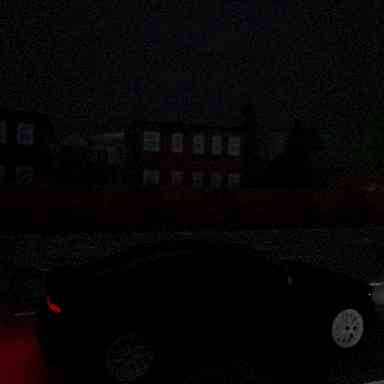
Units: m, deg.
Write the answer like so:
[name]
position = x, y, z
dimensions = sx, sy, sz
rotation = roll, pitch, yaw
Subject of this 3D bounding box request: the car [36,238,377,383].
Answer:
[car]
position = 0.398, 1.476, 5.090
dimensions = 5.008, 1.535, 1.882
rotation = 1, 0, -17
